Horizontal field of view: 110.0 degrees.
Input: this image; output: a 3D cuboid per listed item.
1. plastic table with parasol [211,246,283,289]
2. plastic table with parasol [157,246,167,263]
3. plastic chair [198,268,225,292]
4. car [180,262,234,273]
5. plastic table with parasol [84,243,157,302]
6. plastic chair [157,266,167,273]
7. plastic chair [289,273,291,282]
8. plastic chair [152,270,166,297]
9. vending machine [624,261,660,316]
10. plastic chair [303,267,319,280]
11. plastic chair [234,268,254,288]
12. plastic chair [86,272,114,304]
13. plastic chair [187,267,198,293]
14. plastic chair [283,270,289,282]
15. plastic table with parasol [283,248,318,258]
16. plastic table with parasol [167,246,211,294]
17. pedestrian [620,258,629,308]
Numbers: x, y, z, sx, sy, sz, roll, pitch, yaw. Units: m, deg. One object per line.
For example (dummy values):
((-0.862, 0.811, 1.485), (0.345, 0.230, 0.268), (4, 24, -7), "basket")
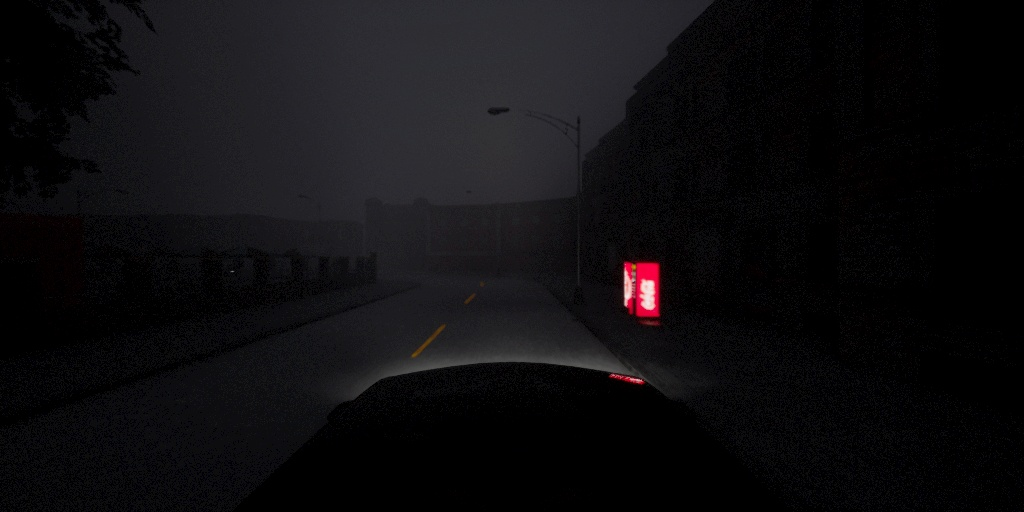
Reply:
((-13.053, 0.736, 17.647), (2.482, 2.480, 2.482), (0, 0, -40), "plastic table with parasol")
((-20.967, 0.632, 21.215), (2.482, 2.480, 2.482), (0, 0, -38), "plastic table with parasol")
((-14.028, 1.340, 16.747), (0.730, 1.272, 0.750), (0, 0, -35), "plastic chair")
((-26.124, 1.259, 31.214), (4.892, 1.490, 1.837), (-1, 0, 1), "car")
((-15.699, 0.736, 13.821), (2.482, 2.480, 2.482), (0, 0, -40), "plastic table with parasol")
((-17.895, 1.318, 18.694), (0.730, 1.272, 0.750), (0, 0, -35), "plastic chair")
((-13.355, 1.340, 20.754), (0.750, 1.272, 0.730), (0, 0, 0), "plastic chair")
((-14.678, 1.340, 14.557), (0.730, 1.272, 0.750), (0, 0, -40), "plastic chair")
((4.301, 1.165, 11.923), (1.100, 2.100, 0.880), (0, 0, 0), "vending machine")
((-12.017, 1.340, 21.897), (0.730, 1.272, 0.750), (0, 0, 0), "plastic chair")
((-12.322, 1.340, 16.647), (0.750, 1.272, 0.730), (0, 0, -40), "plastic chair")
((-14.968, 1.340, 12.822), (0.750, 1.272, 0.730), (0, 0, -40), "plastic chair")
((-16.188, 1.338, 18.594), (0.750, 1.272, 0.730), (0, 0, -40), "plastic chair")
((-12.031, 1.340, 18.383), (0.730, 1.272, 0.750), (0, 0, -40), "plastic chair")
((-13.270, 0.736, 21.997), (2.482, 2.480, 2.482), (0, 0, 0), "plastic table with parasol")
((-16.920, 0.705, 19.595), (2.482, 2.480, 2.482), (0, 0, -40), "plastic table with parasol")
((4.191, 0.941, 12.867), (0.375, 1.860, 0.375), (0, 0, 0), "pedestrian")
